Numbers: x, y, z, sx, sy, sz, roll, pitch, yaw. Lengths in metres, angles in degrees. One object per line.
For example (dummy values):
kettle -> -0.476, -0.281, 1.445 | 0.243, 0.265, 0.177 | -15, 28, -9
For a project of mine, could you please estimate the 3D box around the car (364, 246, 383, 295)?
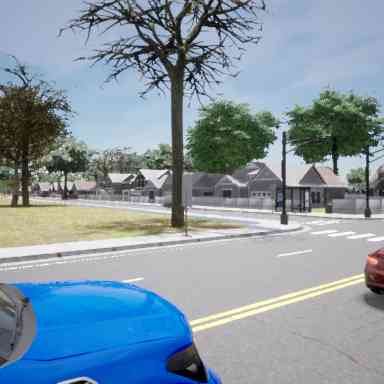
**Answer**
car -> 5.659, 1.525, 7.447 | 4.674, 1.442, 1.812 | 0, 0, -36

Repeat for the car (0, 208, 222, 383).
car -> -2.419, 1.222, 1.716 | 5.566, 2.045, 2.150 | 0, 0, -36

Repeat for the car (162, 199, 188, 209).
car -> -2.285, 1.579, 45.160 | 1.812, 1.442, 4.674 | 0, 0, -35
